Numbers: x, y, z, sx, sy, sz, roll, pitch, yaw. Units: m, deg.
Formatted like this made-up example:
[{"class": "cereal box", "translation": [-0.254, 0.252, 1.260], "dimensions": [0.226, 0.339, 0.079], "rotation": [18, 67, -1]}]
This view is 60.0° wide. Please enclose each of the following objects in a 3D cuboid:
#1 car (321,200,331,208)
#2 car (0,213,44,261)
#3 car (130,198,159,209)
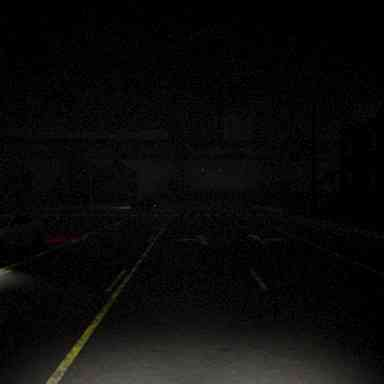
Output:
[{"class": "car", "translation": [17.838, 1.564, 40.127], "dimensions": [4.674, 1.442, 1.812], "rotation": [0, 0, 0]}, {"class": "car", "translation": [-7.156, 1.536, 12.377], "dimensions": [1.812, 1.442, 4.674], "rotation": [0, 0, -1]}, {"class": "car", "translation": [-6.559, 1.548, 45.419], "dimensions": [1.837, 1.490, 4.892], "rotation": [0, 0, -45]}]
